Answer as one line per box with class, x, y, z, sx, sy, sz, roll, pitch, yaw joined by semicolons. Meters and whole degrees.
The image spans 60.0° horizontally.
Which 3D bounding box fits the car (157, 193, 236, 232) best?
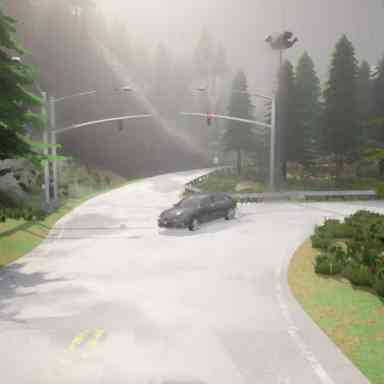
car;0.348;0.872;16.568;1.837;1.490;4.892;-1;6;41
